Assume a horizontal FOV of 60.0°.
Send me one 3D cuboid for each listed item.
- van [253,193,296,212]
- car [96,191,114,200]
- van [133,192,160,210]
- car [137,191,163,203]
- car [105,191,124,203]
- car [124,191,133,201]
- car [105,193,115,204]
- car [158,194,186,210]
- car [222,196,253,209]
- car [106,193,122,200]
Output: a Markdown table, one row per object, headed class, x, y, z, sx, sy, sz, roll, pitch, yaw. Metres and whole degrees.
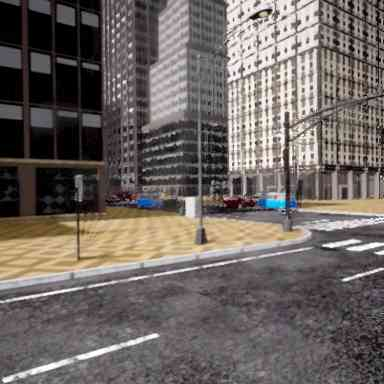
| class | x | y | z | sx | sy | sz | roll | pitch | yaw |
| --- | --- | --- | --- | --- | --- | --- | --- | --- | --- |
| van | 8.464 | 0.997 | 33.436 | 1.690 | 1.788 | 3.998 | -1 | 1 | -34 |
| car | -19.575 | 0.723 | 74.652 | 2.192 | 1.841 | 5.009 | -1 | 1 | -34 |
| van | -4.777 | 1.076 | 37.845 | 1.690 | 1.788 | 3.998 | -1 | 1 | -34 |
| car | -7.154 | 0.835 | 56.303 | 2.192 | 1.841 | 5.009 | -1 | 1 | -34 |
| car | -13.698 | 1.074 | 55.808 | 1.882 | 1.535 | 5.008 | -1 | 1 | -34 |
| car | -10.258 | 1.037 | 60.892 | 1.887 | 1.381 | 4.507 | -1 | 1 | -34 |
| car | -14.091 | 1.218 | 51.608 | 1.947 | 1.339 | 4.313 | -1 | 1 | -34 |
| car | -1.747 | 1.266 | 37.998 | 1.994 | 1.385 | 4.181 | -1 | 1 | -34 |
| car | 5.286 | 1.175 | 37.973 | 1.887 | 1.381 | 4.507 | -1 | 1 | -34 |
| car | -16.469 | 1.002 | 70.067 | 1.947 | 1.339 | 4.313 | -1 | 1 | -34 |
